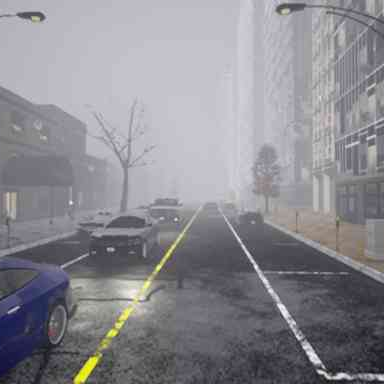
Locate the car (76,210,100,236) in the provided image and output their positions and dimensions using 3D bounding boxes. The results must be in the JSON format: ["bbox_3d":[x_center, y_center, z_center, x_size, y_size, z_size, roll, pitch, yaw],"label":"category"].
[{"bbox_3d":[-4.889,1.680,18.364,2.008,1.369,4.403,1,0,3],"label":"car"}]

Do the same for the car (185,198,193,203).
[{"bbox_3d":[-0.757,2.251,91.617,1.802,1.307,4.206,1,0,3],"label":"car"}]

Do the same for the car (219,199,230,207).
[{"bbox_3d":[6.068,2.027,62.925,1.947,1.339,4.313,1,0,3],"label":"car"}]

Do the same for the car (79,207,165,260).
[{"bbox_3d":[-2.465,1.571,13.104,1.882,1.535,5.008,0,0,3],"label":"car"}]

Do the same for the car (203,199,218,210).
[{"bbox_3d":[2.778,1.859,50.445,2.128,1.511,4.902,0,0,3],"label":"car"}]

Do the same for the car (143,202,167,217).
[{"bbox_3d":[-3.871,1.834,35.266,1.802,1.307,4.206,1,0,3],"label":"car"}]

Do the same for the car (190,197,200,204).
[{"bbox_3d":[1.165,2.011,77.690,1.812,1.442,4.674,0,0,3],"label":"car"}]

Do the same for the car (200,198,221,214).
[{"bbox_3d":[2.232,1.798,40.373,1.837,1.490,4.892,0,0,3],"label":"car"}]

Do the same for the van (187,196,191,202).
[{"bbox_3d":[-1.061,1.968,85.983,1.690,1.788,3.998,1,0,3],"label":"van"}]

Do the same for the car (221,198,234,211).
[{"bbox_3d":[5.144,1.881,46.020,1.887,1.381,4.507,1,0,3],"label":"car"}]

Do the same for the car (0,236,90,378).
[{"bbox_3d":[-2.974,1.551,3.692,1.812,1.442,4.674,0,0,5],"label":"car"}]

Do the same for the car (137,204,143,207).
[{"bbox_3d":[-4.212,1.756,29.632,1.887,1.381,4.507,1,0,3],"label":"car"}]

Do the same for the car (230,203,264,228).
[{"bbox_3d":[4.015,1.723,23.473,2.008,1.369,4.403,1,0,3],"label":"car"}]

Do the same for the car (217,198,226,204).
[{"bbox_3d":[6.992,2.152,79.833,1.947,1.339,4.313,1,0,3],"label":"car"}]

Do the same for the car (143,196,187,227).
[{"bbox_3d":[-1.822,1.398,24.662,2.150,2.045,5.566,0,0,3],"label":"car"}]
